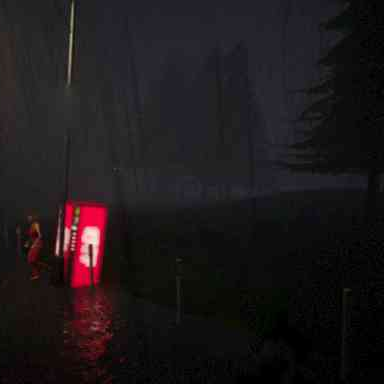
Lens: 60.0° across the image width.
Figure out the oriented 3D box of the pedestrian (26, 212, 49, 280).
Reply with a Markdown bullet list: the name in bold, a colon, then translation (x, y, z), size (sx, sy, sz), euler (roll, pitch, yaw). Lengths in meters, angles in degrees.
- **pedestrian**: translation (-4.061, 1.355, 8.605), size (0.375, 1.860, 0.375), euler (-4, 7, -44)

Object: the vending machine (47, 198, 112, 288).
- **vending machine**: translation (-2.920, 1.271, 8.676), size (0.880, 2.100, 1.100), euler (6, -1, 45)

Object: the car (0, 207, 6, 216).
- **car**: translation (-21.840, 1.854, 35.639), size (2.033, 1.411, 5.357), euler (4, -2, -9)
